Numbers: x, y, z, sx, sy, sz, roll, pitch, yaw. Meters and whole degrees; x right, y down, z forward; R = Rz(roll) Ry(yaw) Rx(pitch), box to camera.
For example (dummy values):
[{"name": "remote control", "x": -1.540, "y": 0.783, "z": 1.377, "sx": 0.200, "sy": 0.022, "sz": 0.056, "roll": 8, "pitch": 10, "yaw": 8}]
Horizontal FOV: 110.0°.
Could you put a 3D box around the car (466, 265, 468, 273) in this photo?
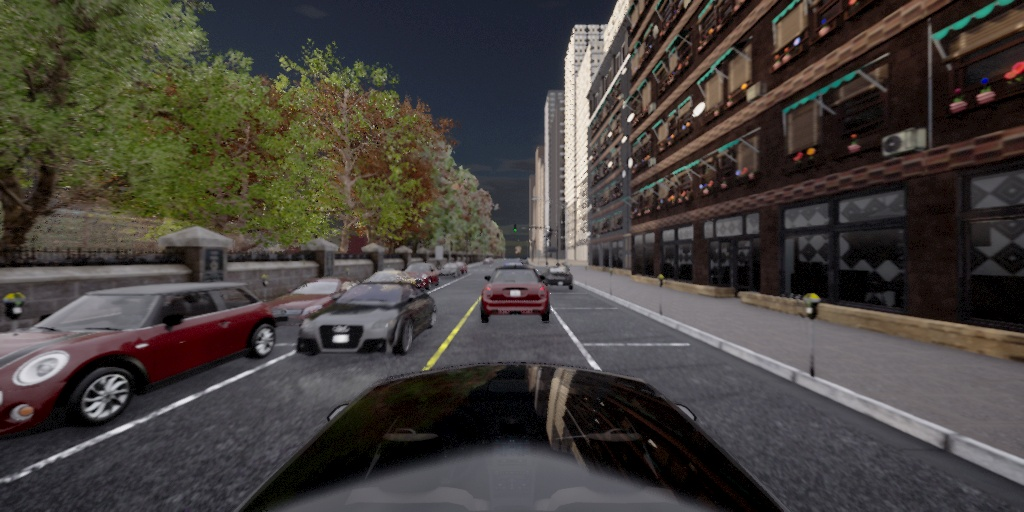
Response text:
[{"name": "car", "x": -5.823, "y": 1.256, "z": 38.691, "sx": 1.888, "sy": 1.381, "sz": 4.507, "roll": 0, "pitch": 0, "yaw": 0}]

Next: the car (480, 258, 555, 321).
[{"name": "car", "x": 0.097, "y": 1.089, "z": 12.463, "sx": 2.097, "sy": 1.767, "sz": 4.553, "roll": 0, "pitch": 0, "yaw": 0}]

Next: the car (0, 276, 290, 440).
[{"name": "car", "x": -5.692, "y": 1.185, "z": 5.459, "sx": 1.967, "sy": 1.591, "sz": 4.097, "roll": 0, "pitch": 0, "yaw": 0}]

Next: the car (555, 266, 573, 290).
[{"name": "car", "x": 2.687, "y": 1.277, "z": 22.078, "sx": 2.007, "sy": 1.370, "sz": 4.403, "roll": 0, "pitch": 0, "yaw": 0}]

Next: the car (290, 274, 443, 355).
[{"name": "car", "x": -3.102, "y": 1.306, "z": 8.495, "sx": 1.994, "sy": 1.385, "sz": 4.181, "roll": 0, "pitch": 0, "yaw": 0}]

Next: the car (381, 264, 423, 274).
[{"name": "car", "x": -5.693, "y": 1.258, "z": 16.366, "sx": 1.751, "sy": 1.417, "sz": 4.829, "roll": 0, "pitch": 0, "yaw": 0}]

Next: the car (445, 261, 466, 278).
[{"name": "car", "x": -5.771, "y": 1.266, "z": 33.151, "sx": 2.007, "sy": 1.370, "sz": 4.403, "roll": 0, "pitch": 0, "yaw": 0}]

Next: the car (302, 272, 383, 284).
[{"name": "car", "x": -5.692, "y": 1.321, "z": 10.998, "sx": 1.802, "sy": 1.307, "sz": 4.207, "roll": 0, "pitch": 0, "yaw": 0}]

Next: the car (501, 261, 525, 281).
[{"name": "car", "x": 0.098, "y": 1.195, "z": 30.790, "sx": 1.882, "sy": 1.535, "sz": 5.008, "roll": 0, "pitch": 0, "yaw": 0}]

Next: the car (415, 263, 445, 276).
[{"name": "car", "x": -5.693, "y": 1.167, "z": 22.075, "sx": 1.967, "sy": 1.591, "sz": 4.097, "roll": 0, "pitch": 0, "yaw": 0}]
